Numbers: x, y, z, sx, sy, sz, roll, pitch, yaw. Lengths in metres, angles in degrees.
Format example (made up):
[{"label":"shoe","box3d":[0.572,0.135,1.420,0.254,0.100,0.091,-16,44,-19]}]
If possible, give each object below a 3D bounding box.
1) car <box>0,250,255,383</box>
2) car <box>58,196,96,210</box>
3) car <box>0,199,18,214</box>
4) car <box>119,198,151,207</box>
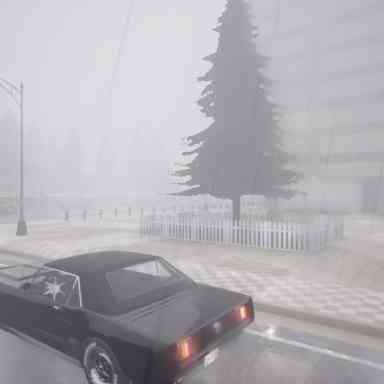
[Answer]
[{"label":"car","box3d":[-1.571,1.601,5.130,4.718,1.301,1.895,0,0,36]},{"label":"car","box3d":[-14.550,1.352,42.086,2.097,1.767,4.553,0,0,36]},{"label":"car","box3d":[-20.448,1.478,33.912,1.882,1.535,5.008,0,0,36]},{"label":"car","box3d":[-8.538,1.547,50.412,2.033,1.411,5.357,0,0,36]}]
